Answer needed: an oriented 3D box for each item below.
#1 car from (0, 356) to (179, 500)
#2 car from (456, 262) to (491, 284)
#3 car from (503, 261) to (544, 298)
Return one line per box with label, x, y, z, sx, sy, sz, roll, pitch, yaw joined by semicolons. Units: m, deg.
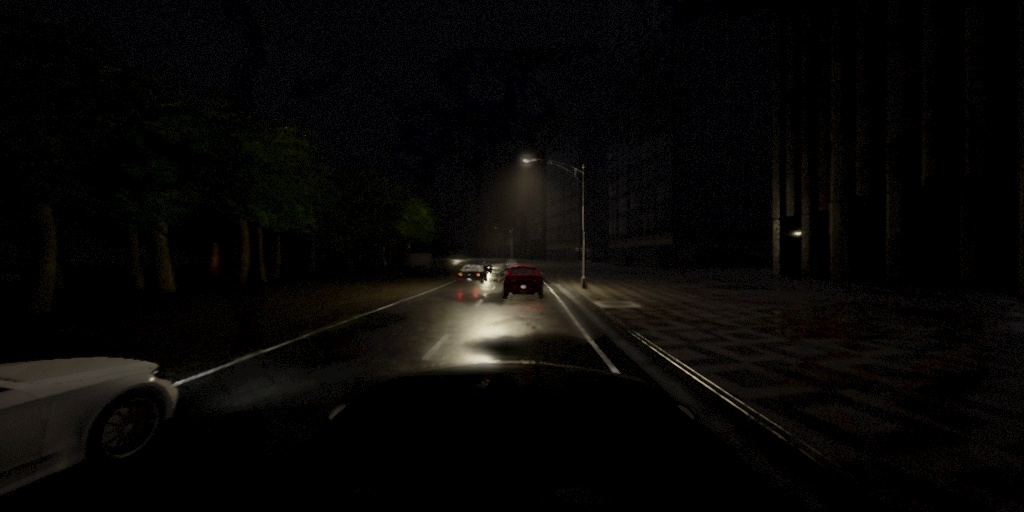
car;-4.560;1.271;1.920;1.812;1.442;4.674;0;0;0
car;-2.908;1.344;27.143;1.895;1.301;4.718;0;0;1
car;0.579;1.226;18.459;1.882;1.535;5.008;0;0;2
